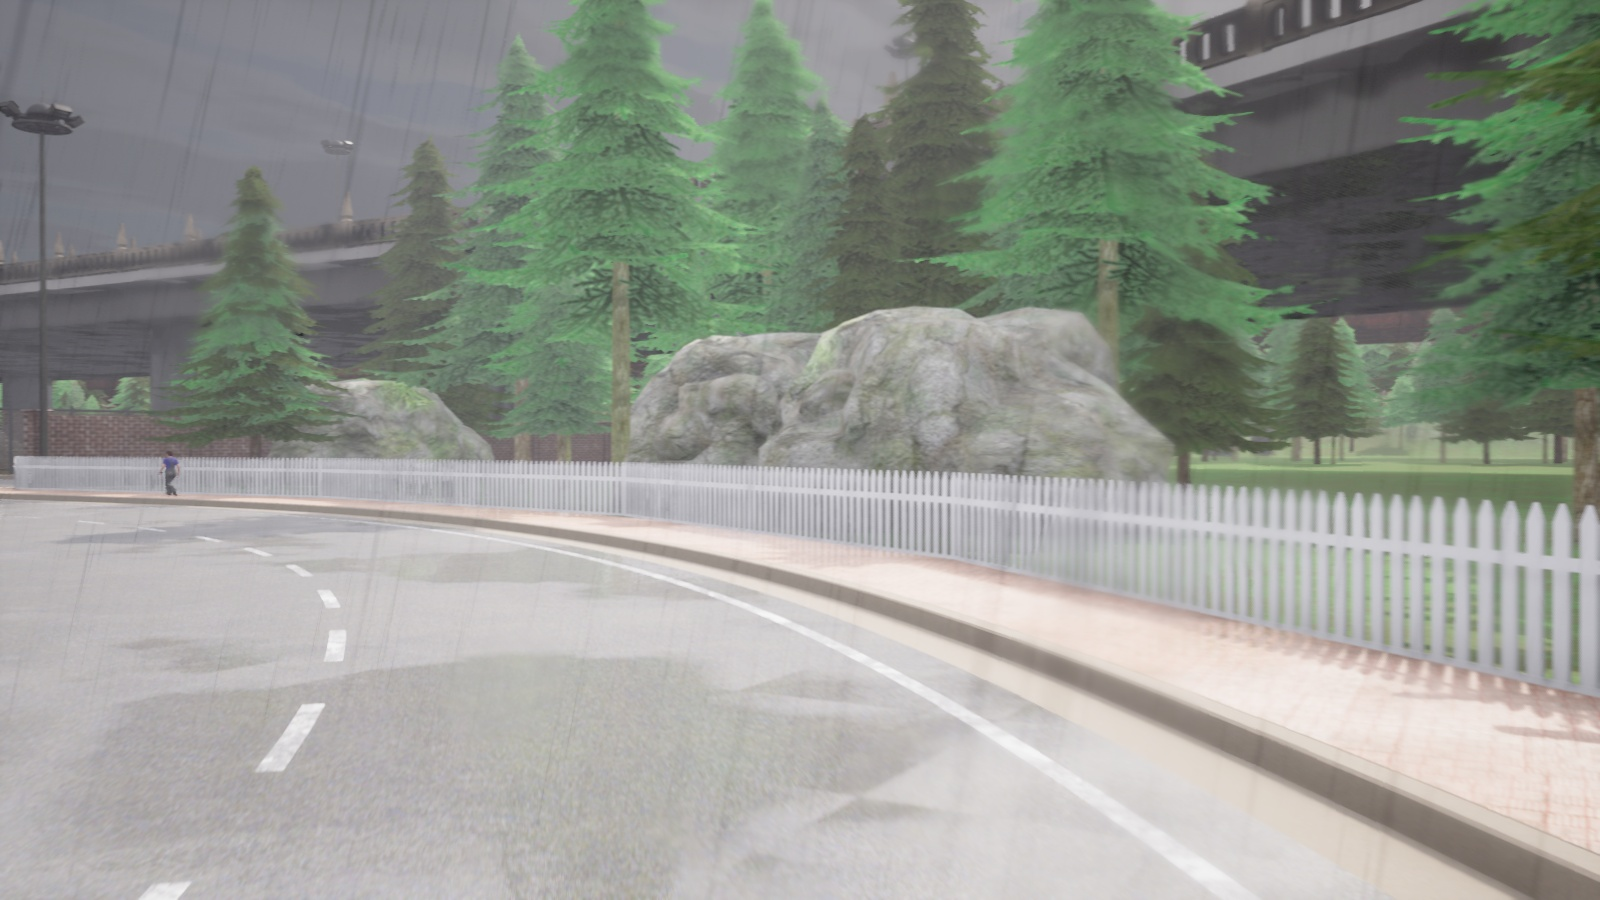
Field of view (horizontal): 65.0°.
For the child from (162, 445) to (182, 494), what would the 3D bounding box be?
[{"bbox_3d":[-16.318,0.506,32.620,0.437,1.263,0.270,0,0,30],"label":"child"}]
